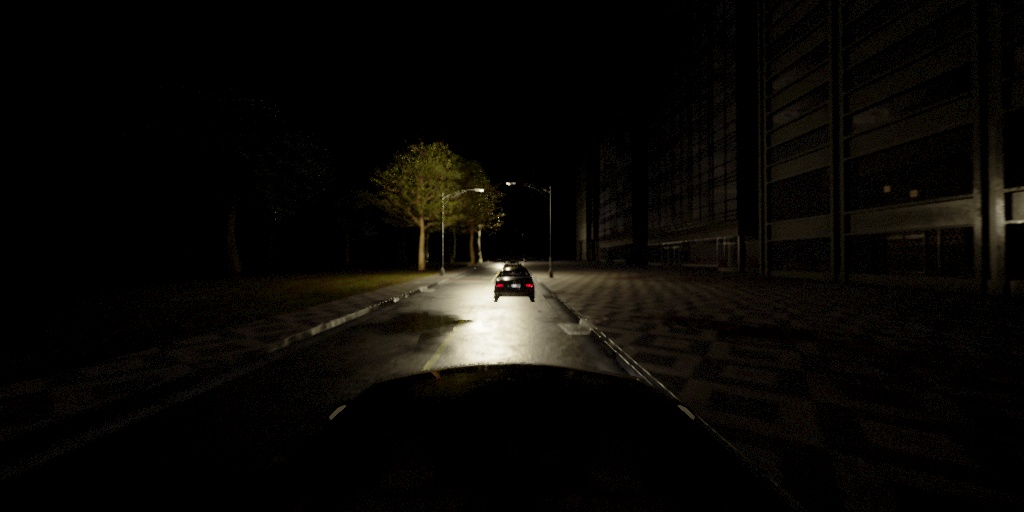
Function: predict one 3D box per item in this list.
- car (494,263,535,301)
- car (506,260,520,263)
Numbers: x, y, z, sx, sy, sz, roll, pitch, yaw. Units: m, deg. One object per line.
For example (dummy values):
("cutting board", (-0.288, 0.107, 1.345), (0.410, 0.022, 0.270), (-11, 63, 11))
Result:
("car", (0.097, 1.250, 17.044), (2.033, 1.411, 5.357), (0, 0, 0))
("car", (0.094, 1.141, 34.699), (1.837, 1.490, 4.892), (0, 0, 0))
